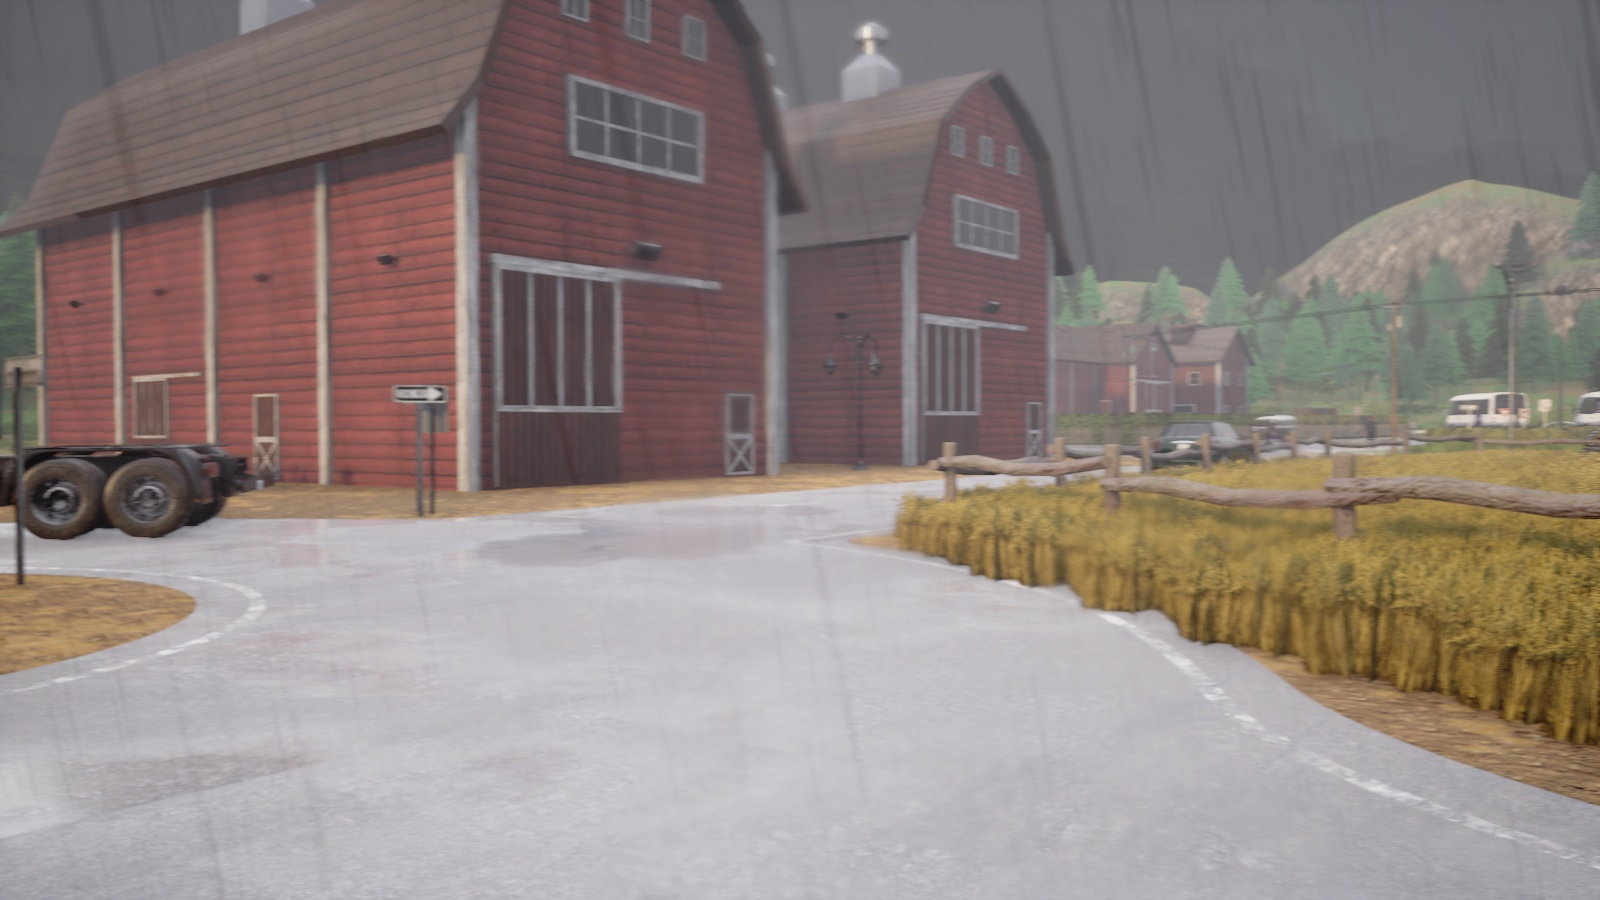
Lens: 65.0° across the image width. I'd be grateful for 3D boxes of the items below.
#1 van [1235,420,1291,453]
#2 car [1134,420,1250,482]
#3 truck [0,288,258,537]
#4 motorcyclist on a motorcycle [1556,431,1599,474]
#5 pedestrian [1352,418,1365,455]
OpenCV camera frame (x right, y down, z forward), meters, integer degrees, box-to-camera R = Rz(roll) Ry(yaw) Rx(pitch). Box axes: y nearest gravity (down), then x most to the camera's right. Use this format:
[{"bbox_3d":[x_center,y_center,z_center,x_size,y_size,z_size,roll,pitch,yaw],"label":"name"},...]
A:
[{"bbox_3d":[29.200,-0.887,79.149,2.069,2.038,4.480,1,1,37],"label":"van"},{"bbox_3d":[12.014,-0.016,38.290,2.097,1.767,4.553,1,1,34],"label":"car"},{"bbox_3d":[-12.557,-0.543,18.564,7.936,3.462,2.891,0,1,-13],"label":"truck"},{"bbox_3d":[28.142,0.082,44.543,2.191,1.530,0.866,1,2,35],"label":"motorcyclist on a motorcycle"},{"bbox_3d":[29.433,-0.710,66.192,0.423,1.949,0.788,0,1,9],"label":"pedestrian"}]
